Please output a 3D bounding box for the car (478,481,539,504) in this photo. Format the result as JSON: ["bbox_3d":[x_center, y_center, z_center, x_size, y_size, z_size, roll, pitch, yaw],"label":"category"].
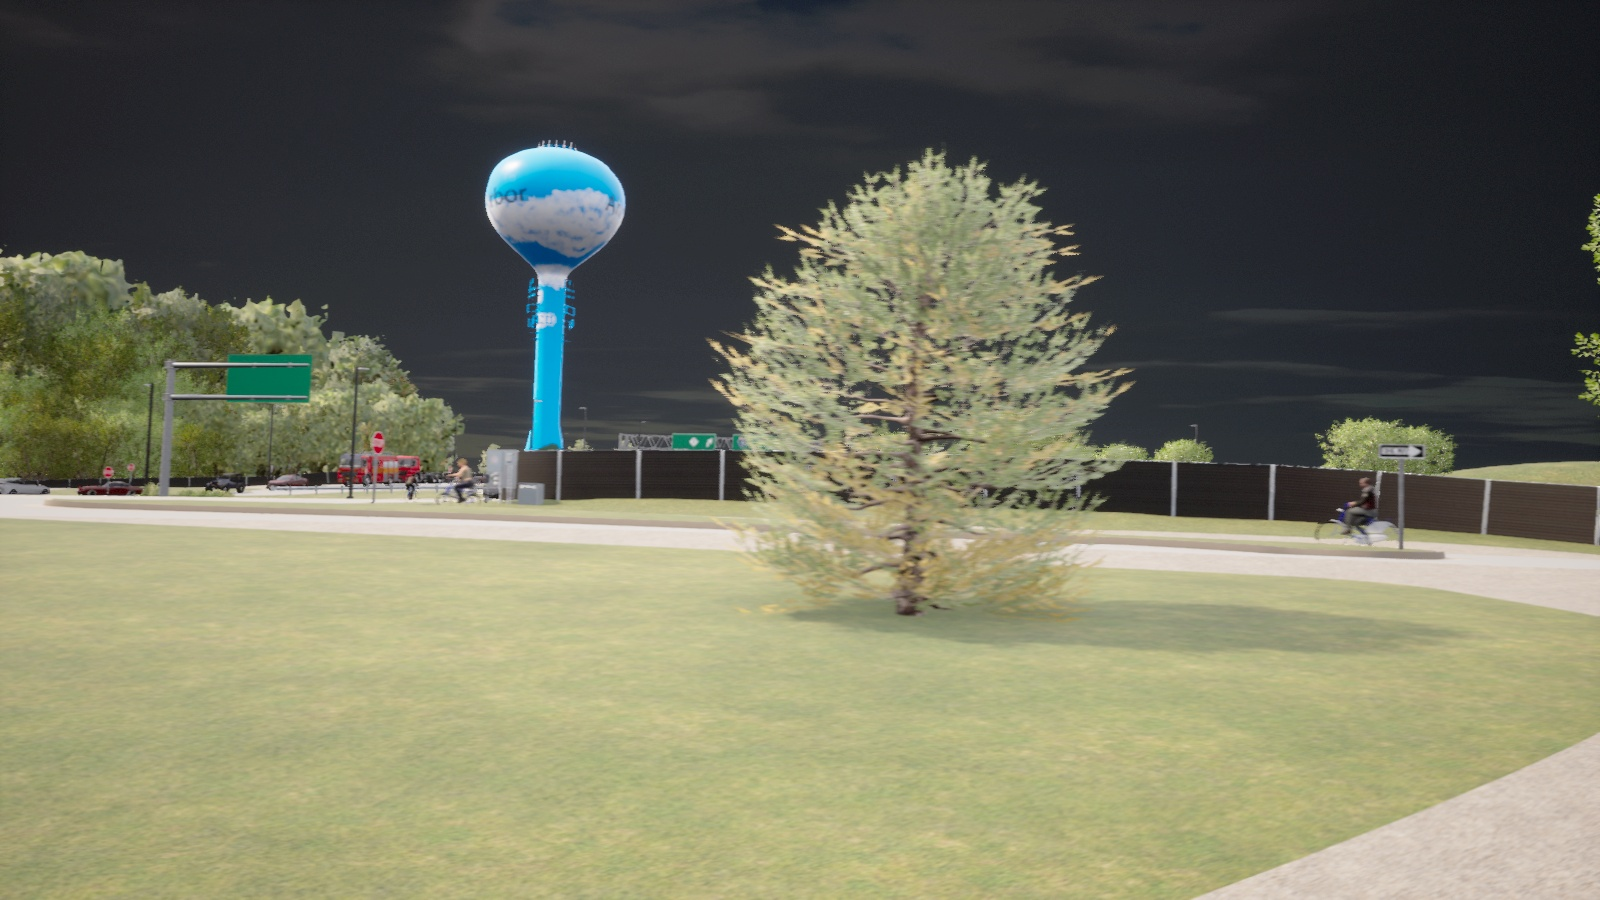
[{"bbox_3d":[-19.775,2.902,85.311,2.128,1.511,4.902,1,-2,12],"label":"car"}]

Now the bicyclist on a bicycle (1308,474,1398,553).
[{"bbox_3d":[13.196,1.493,29.981,1.843,1.776,0.659,1,-1,35],"label":"bicyclist on a bicycle"}]

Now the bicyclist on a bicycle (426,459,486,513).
[{"bbox_3d":[-10.720,1.128,39.172,1.509,1.612,0.866,1,-3,11],"label":"bicyclist on a bicycle"}]
